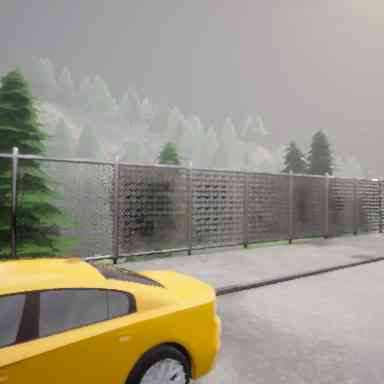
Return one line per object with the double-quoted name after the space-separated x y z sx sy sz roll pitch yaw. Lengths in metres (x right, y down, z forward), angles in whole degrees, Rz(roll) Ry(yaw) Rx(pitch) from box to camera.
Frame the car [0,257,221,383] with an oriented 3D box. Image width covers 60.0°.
-1.996 1.476 3.190 5.008 1.535 1.882 1 0 -35 "car"
